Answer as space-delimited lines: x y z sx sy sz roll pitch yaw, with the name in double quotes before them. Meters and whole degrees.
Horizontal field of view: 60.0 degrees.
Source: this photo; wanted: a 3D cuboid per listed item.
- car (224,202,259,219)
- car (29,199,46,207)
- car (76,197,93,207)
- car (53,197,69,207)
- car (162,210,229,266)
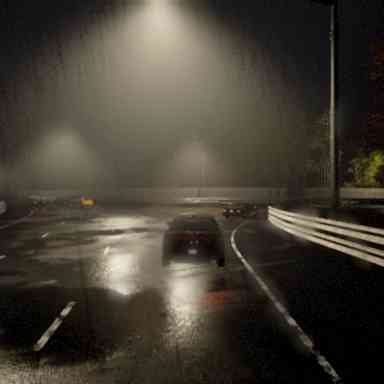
"car" 4.456 1.619 29.788 2.033 1.411 5.357 0 0 28
"car" -25.117 1.750 53.845 1.895 1.301 4.718 0 0 -34
"car" -18.153 1.628 55.924 1.882 1.535 5.008 0 0 -32
"car" -21.705 1.641 54.957 2.128 1.511 4.902 0 0 -33
"car" 0.100 1.507 11.689 1.882 1.535 5.008 0 0 2
